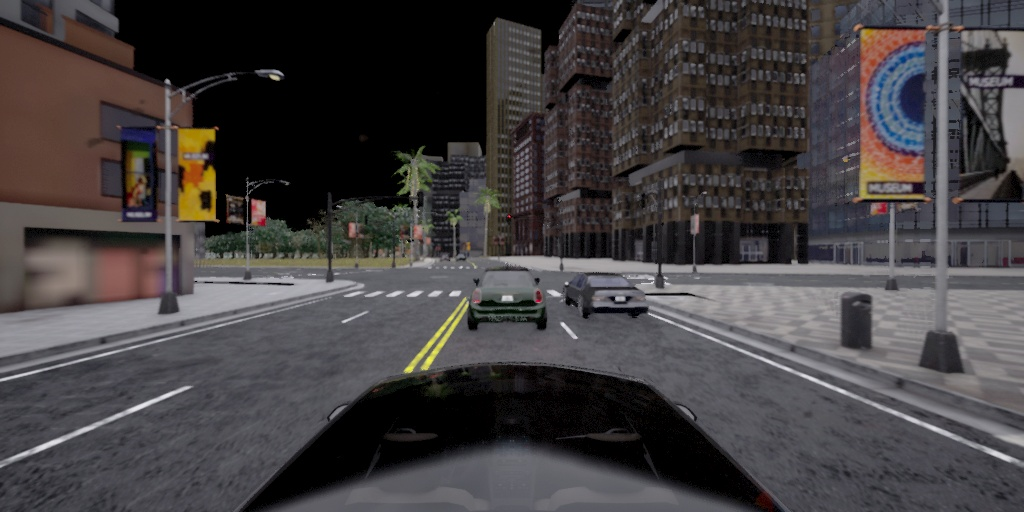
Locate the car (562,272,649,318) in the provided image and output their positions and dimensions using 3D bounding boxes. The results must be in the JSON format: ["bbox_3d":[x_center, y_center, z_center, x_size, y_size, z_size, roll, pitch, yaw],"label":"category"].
[{"bbox_3d":[3.061,1.264,12.786,2.033,1.411,5.357,0,0,-1],"label":"car"}]

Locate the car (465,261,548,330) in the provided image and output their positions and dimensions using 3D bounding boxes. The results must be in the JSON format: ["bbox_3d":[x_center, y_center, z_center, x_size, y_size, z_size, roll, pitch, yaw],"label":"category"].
[{"bbox_3d":[-0.166,1.075,11.177,2.097,1.767,4.553,0,0,-2],"label":"car"}]
